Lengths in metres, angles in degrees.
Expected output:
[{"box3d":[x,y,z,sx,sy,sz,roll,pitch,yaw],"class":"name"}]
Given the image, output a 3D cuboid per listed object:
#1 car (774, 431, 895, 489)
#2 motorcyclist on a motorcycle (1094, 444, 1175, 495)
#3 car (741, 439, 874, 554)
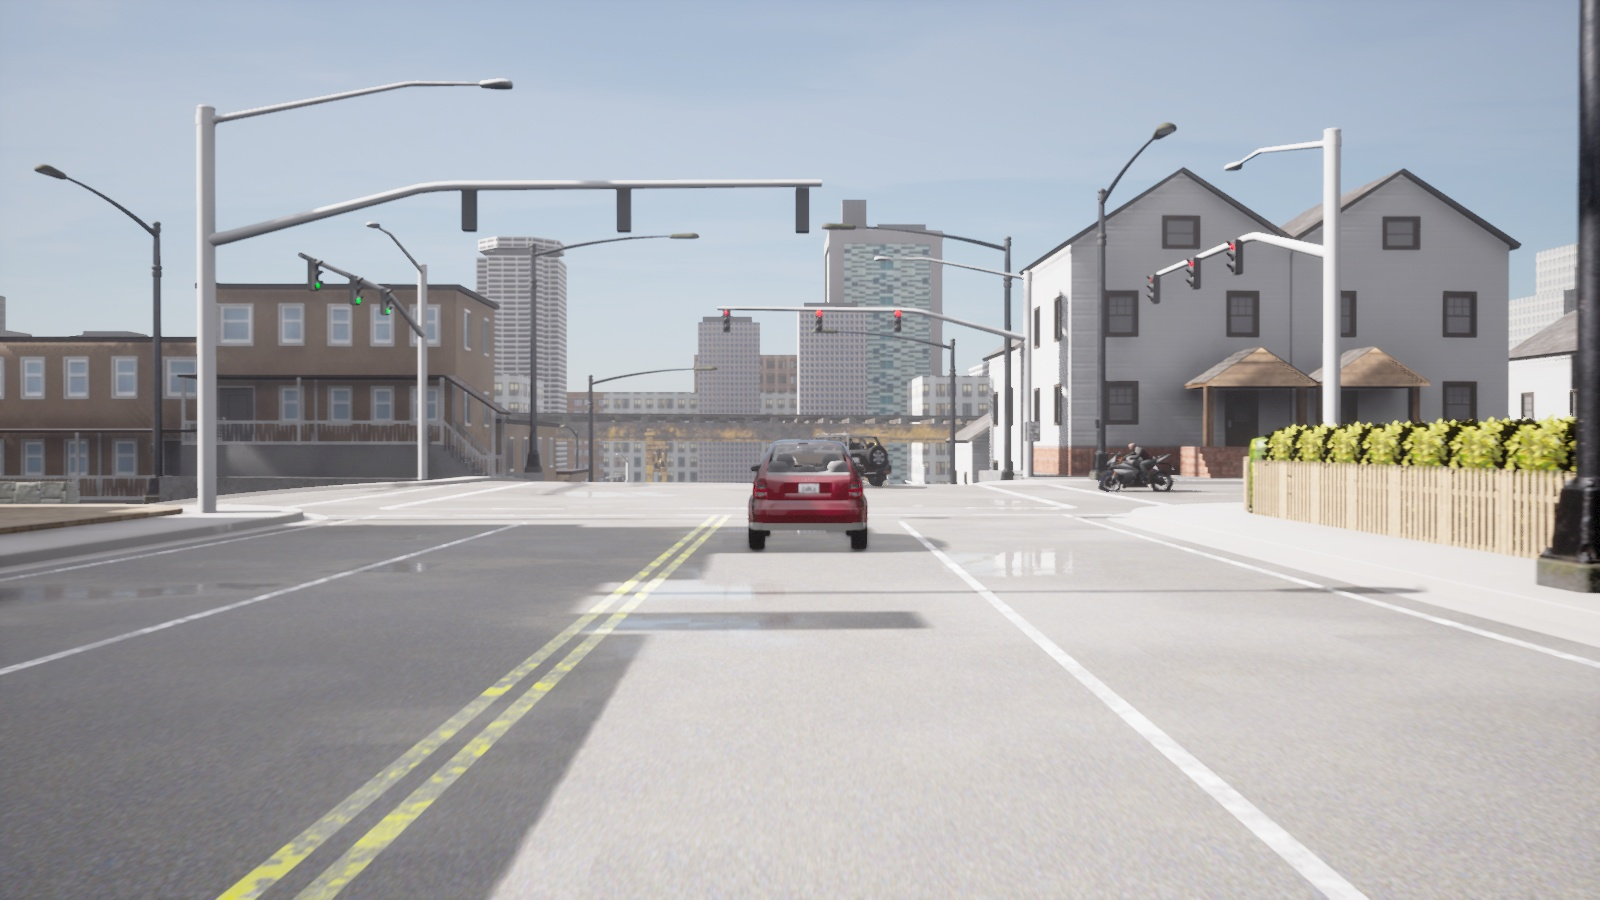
[{"box3d":[1.105,0.298,42.914,1.932,1.855,4.605,-1,1,-31],"class":"car"},{"box3d":[10.041,0.578,37.760,2.191,1.530,0.866,0,0,0],"class":"motorcyclist on a motorcycle"},{"box3d":[0.118,0.619,18.782,1.789,1.549,3.705,0,0,0],"class":"car"}]
